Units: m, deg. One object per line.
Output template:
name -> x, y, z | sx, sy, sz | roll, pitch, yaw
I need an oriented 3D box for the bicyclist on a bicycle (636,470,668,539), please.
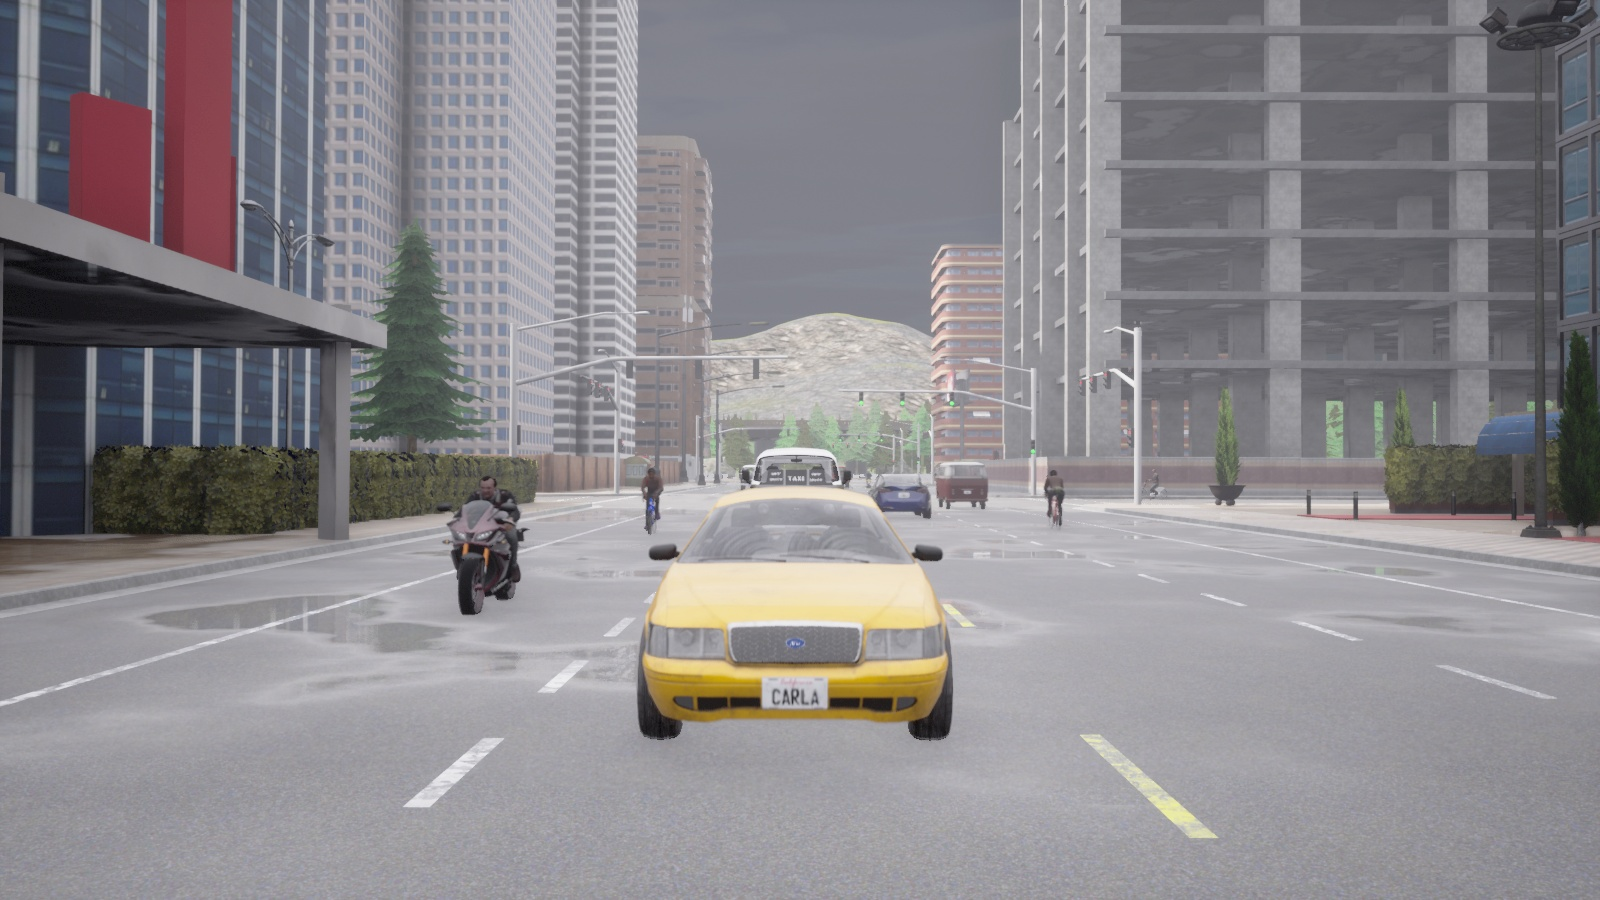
bicyclist on a bicycle -> -3.576, 1.290, 30.356 | 0.582, 1.620, 1.656 | 0, -1, 0

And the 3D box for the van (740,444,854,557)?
van -> -0.064, 0.959, 25.101 | 2.069, 2.038, 4.480 | 0, -1, 0

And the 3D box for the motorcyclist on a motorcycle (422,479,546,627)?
motorcyclist on a motorcycle -> -3.535, 1.103, 14.255 | 0.866, 1.530, 2.191 | 0, -1, 0

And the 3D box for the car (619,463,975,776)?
car -> -0.023, 0.906, 9.062 | 1.801, 1.575, 5.366 | 0, -1, 0

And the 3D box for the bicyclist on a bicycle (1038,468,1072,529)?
bicyclist on a bicycle -> 6.915, 1.312, 34.143 | 0.582, 1.620, 1.656 | 0, -1, 0

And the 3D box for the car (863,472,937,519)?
car -> 3.392, 1.528, 43.382 | 2.163, 1.488, 4.792 | 0, -1, 0

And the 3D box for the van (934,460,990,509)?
van -> 6.849, 1.438, 53.568 | 1.775, 1.987, 4.442 | 0, -1, 0
